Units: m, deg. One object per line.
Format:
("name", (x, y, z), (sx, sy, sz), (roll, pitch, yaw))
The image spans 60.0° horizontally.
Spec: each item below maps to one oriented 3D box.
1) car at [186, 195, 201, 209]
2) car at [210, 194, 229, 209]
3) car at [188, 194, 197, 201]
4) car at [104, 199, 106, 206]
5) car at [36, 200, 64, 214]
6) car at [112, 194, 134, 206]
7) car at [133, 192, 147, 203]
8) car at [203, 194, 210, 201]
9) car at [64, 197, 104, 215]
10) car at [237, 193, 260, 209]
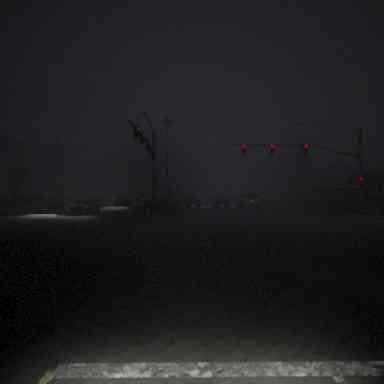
("car", (0.189, 1.367, 43.701), (1.837, 1.490, 4.892), (0, 0, 0))
("car", (3.688, 1.368, 43.532), (1.837, 1.490, 4.892), (0, 0, 0))
("car", (0.158, 1.302, 78.502), (1.994, 1.385, 4.181), (0, 0, 0))
("car", (-13.991, 1.395, 48.282), (2.033, 1.411, 5.357), (0, 0, 0))
("car", (-14.028, 1.459, 33.662), (1.994, 1.385, 4.181), (0, 0, 0))
("car", (-10.482, 1.443, 50.151), (1.895, 1.301, 4.718), (0, 0, 0))
("car", (-10.377, 1.011, 66.316), (2.150, 2.045, 5.566), (0, 0, 0))
("car", (3.658, 1.275, 78.530), (2.128, 1.511, 4.902), (0, 0, 0))
("car", (-10.529, 1.375, 32.871), (1.882, 1.535, 5.008), (0, 0, 0))
("car", (7.186, 1.087, 42.634), (2.150, 2.045, 5.566), (0, 0, 0))
